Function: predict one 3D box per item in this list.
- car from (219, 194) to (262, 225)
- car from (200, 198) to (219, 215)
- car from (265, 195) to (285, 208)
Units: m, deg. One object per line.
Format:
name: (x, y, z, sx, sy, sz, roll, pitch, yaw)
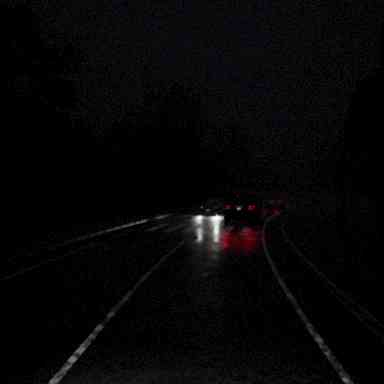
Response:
car: (3.645, 1.128, 23.397, 2.150, 2.045, 5.566, 1, 1, 15)
car: (2.172, 1.298, 31.054, 1.812, 1.442, 4.674, 1, 1, 20)
car: (10.408, 1.141, 41.258, 1.801, 1.575, 5.366, 2, 2, 24)
